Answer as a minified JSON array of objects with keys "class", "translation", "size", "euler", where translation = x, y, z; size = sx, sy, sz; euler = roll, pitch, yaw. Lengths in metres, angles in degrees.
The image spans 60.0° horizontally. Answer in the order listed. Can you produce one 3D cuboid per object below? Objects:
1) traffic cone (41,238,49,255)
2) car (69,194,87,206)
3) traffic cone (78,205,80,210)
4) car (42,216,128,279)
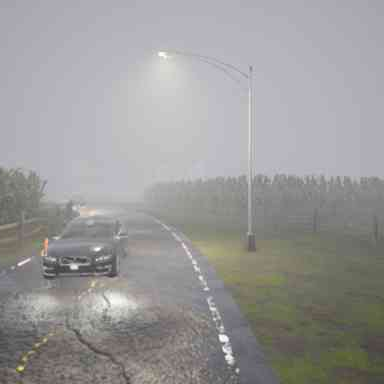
[{"class":"traffic cone","translation":[-5.358,2.000,12.250],"size":[0.340,0.580,0.340],"euler":[0,0,-7]},{"class":"car","translation":[-20.187,1.420,58.509],"size":[2.150,2.045,5.566],"euler":[0,0,-29]},{"class":"traffic cone","translation":[-15.182,2.116,44.867],"size":[0.340,0.580,0.340],"euler":[0,0,-25]},{"class":"car","translation":[-3.043,1.544,10.290],"size":[1.837,1.490,4.892],"euler":[0,0,-6]}]
